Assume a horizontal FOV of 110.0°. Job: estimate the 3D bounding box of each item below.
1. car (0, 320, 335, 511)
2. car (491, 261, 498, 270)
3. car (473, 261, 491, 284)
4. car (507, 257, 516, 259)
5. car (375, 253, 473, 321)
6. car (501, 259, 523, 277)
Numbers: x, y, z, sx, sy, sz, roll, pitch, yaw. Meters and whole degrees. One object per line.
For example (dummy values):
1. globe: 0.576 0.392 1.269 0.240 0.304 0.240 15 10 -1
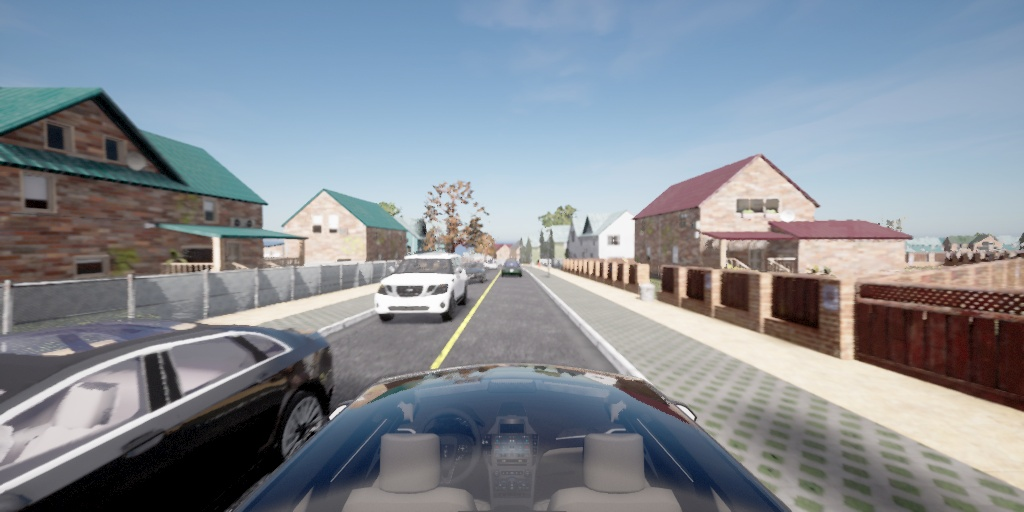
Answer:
1. car: -2.850 1.242 1.966 2.128 1.511 4.902 0 0 0
2. car: -2.903 1.352 49.856 1.895 1.301 4.718 0 0 -1
3. car: -2.846 1.183 26.351 1.837 1.490 4.892 0 0 0
4. car: -0.079 1.042 46.796 2.097 1.767 4.553 0 0 -1
5. car: -2.860 0.927 12.611 2.150 2.045 5.566 0 0 0
6. car: -0.013 1.240 34.134 1.994 1.385 4.181 0 0 0
